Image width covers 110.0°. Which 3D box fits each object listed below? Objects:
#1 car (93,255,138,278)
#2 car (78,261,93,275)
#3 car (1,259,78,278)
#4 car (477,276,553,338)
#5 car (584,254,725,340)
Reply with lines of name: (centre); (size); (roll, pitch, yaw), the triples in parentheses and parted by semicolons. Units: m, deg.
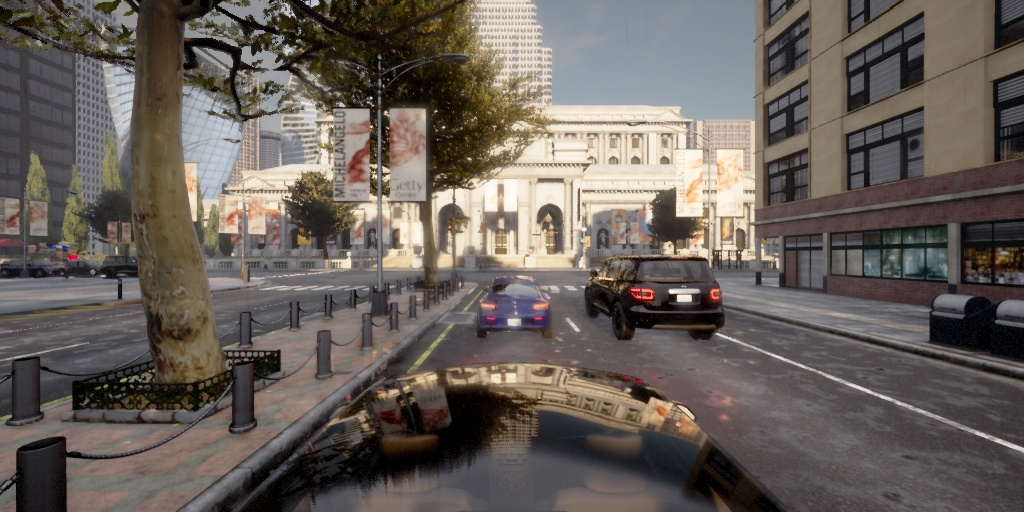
car: (-35.669, 0.971, 34.171); (5.566, 2.045, 2.150); (0, 0, 0)
car: (-44.450, 1.255, 37.615); (4.892, 1.490, 1.837); (0, 0, -1)
car: (-45.080, 1.102, 34.091); (4.553, 1.767, 2.097); (0, 0, -2)
car: (0.072, 1.276, 10.110); (1.812, 1.442, 4.674); (0, 0, 0)
car: (3.579, 0.971, 10.121); (2.150, 2.045, 5.566); (0, 0, 0)
